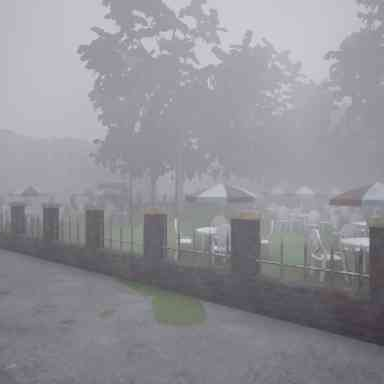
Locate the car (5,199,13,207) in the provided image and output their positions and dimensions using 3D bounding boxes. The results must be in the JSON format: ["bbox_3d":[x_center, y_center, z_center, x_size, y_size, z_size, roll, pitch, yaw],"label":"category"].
[{"bbox_3d":[-19.674,1.494,34.770,2.128,1.511,4.902,0,0,39],"label":"car"}]
